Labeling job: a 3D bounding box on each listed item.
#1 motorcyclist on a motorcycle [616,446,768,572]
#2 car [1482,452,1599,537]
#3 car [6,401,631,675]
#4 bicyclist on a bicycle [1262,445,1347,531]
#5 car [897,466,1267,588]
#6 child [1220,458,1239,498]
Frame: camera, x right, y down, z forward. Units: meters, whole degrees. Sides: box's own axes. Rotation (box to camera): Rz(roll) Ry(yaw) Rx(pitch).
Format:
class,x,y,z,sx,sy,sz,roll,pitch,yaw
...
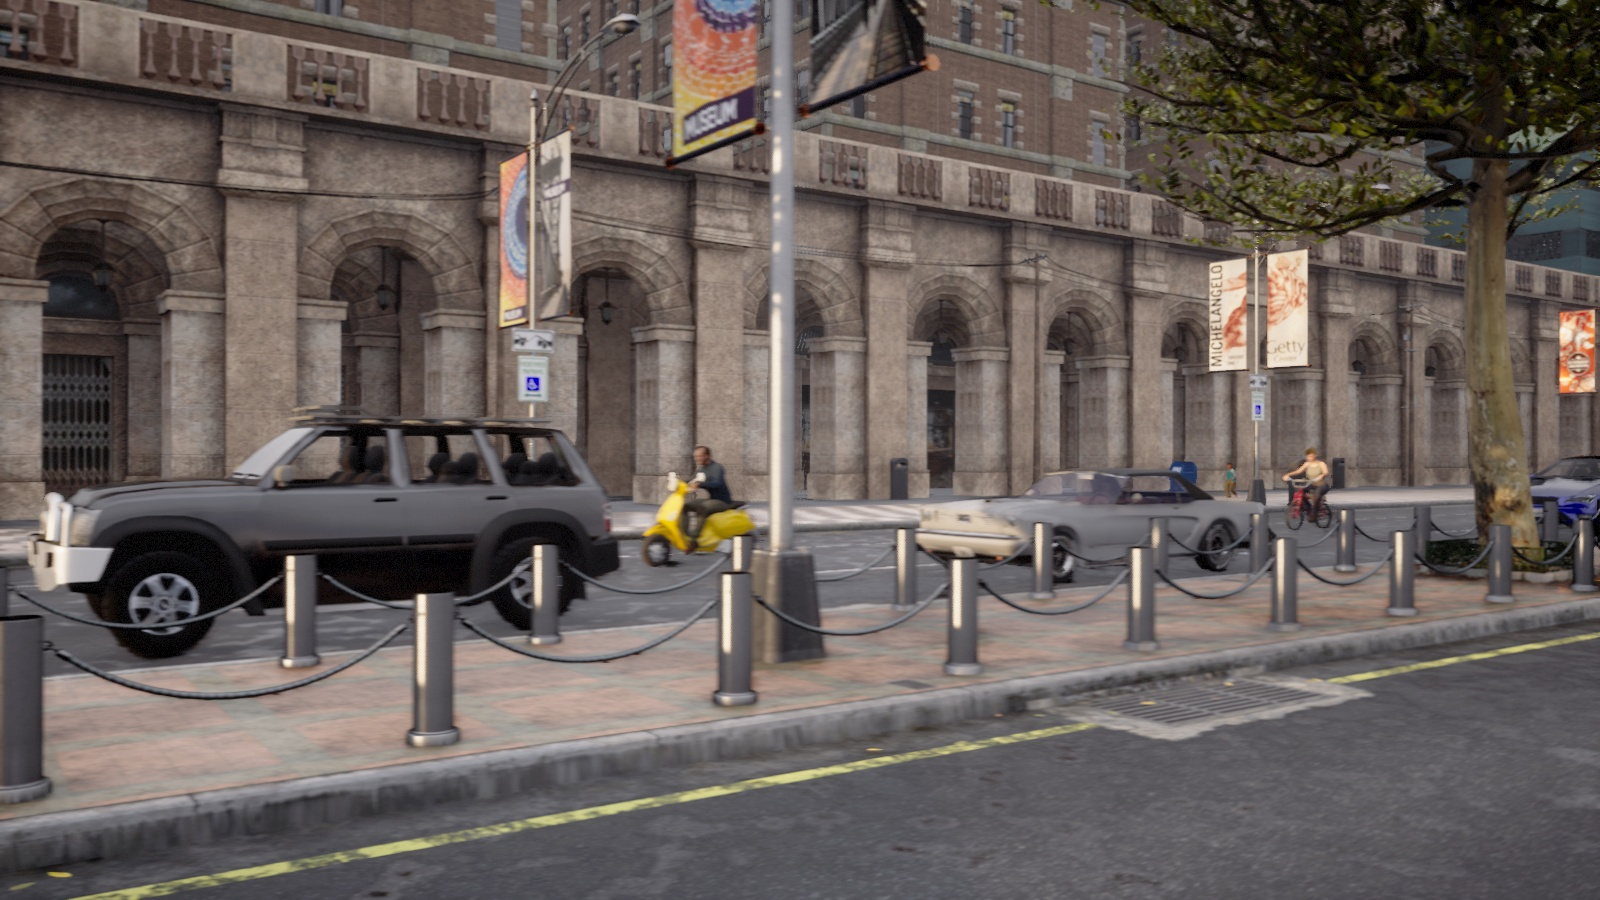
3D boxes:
class,x,y,z,sx,sy,sz,roll,pitch,yaw
motorcyclist on a motorcycle,-1.427,0.742,16.677,1.817,1.590,0.866,0,0,-35
car,14.930,0.785,23.798,4.193,1.474,1.816,0,0,-35
car,-3.944,0.596,10.588,4.605,1.855,1.932,0,0,-34
bicyclist on a bicycle,9.859,0.721,24.539,1.509,1.612,0.866,0,0,-35
car,3.673,0.877,15.962,4.718,1.301,1.895,0,0,-35
child,13.012,0.847,38.064,0.448,1.192,0.343,0,0,-35
